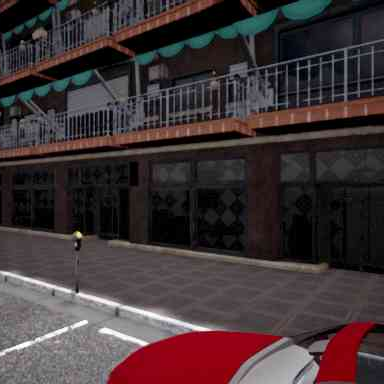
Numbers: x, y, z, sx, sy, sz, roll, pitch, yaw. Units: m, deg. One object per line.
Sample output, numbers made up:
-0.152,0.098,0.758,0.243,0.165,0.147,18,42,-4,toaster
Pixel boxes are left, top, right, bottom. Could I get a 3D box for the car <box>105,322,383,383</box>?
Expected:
1.155,1.582,2.060,4.206,1.307,1.802,0,0,35,car
